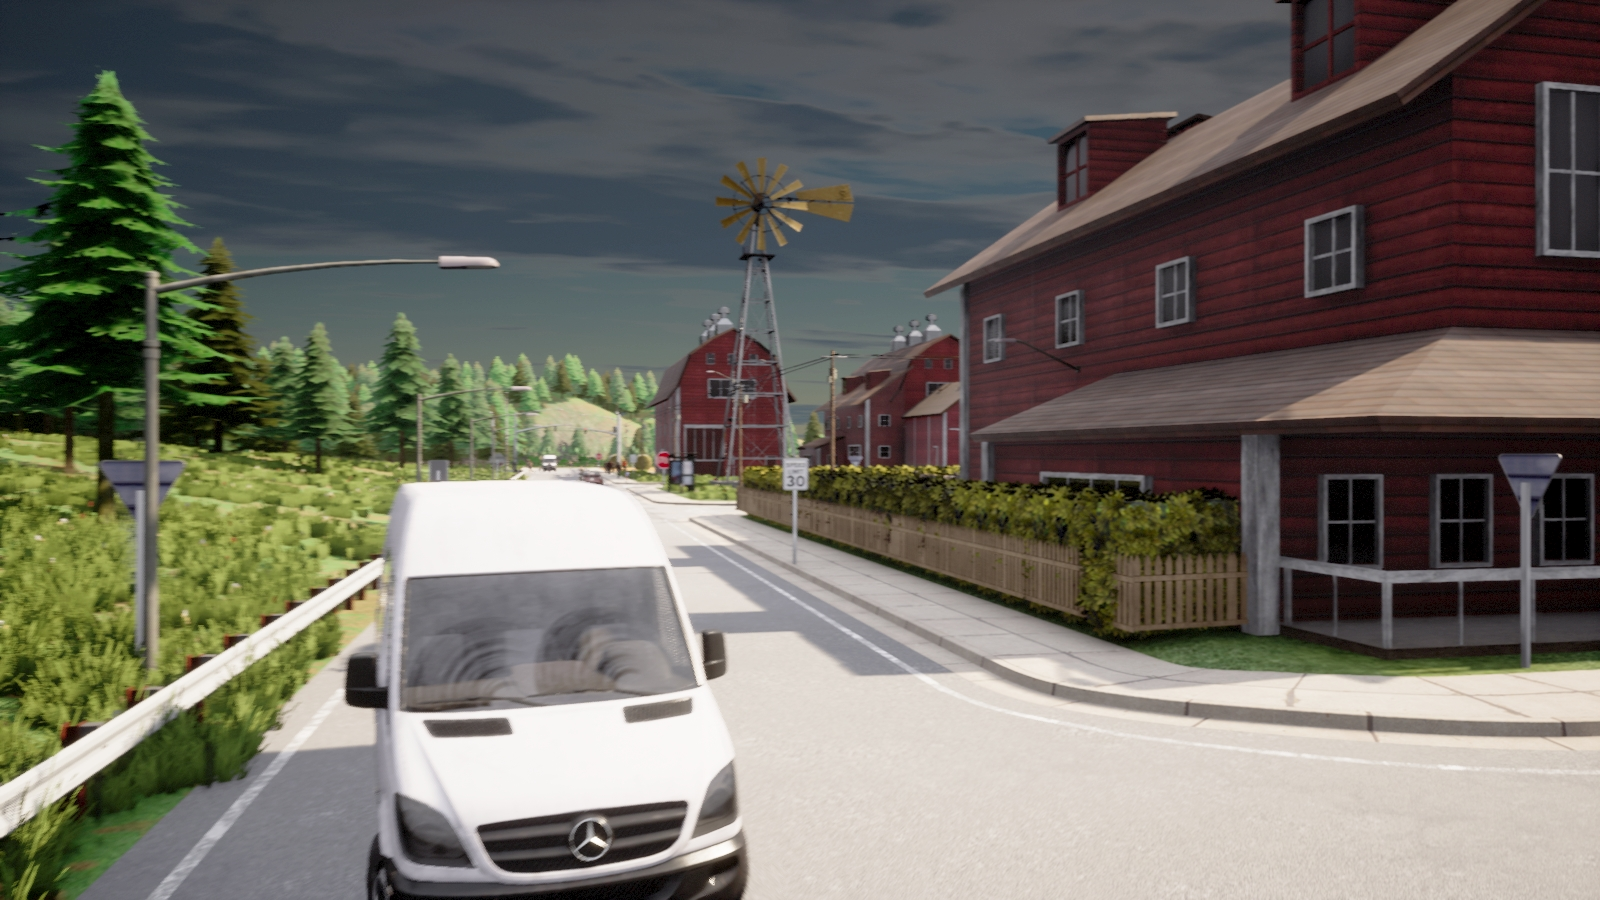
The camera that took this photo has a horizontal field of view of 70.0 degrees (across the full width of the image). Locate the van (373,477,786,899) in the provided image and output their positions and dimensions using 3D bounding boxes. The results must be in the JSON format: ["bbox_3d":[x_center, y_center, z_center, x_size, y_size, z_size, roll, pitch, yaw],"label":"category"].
[{"bbox_3d":[-2.069,1.547,8.456,1.988,2.561,5.915,-1,0,-21],"label":"van"}]
